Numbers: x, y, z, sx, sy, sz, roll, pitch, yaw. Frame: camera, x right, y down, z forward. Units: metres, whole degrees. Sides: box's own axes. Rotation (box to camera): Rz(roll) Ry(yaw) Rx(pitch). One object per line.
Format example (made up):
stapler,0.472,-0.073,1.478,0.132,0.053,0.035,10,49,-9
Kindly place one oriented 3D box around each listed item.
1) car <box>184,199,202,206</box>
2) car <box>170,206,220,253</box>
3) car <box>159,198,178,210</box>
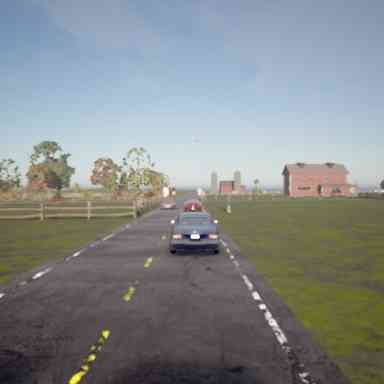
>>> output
car,0.101,1.466,35.216,1.812,1.442,4.674,0,0,0
car,0.101,1.525,13.555,2.033,1.411,5.357,0,0,0
car,-2.839,1.456,40.938,1.812,1.442,4.674,0,0,0
